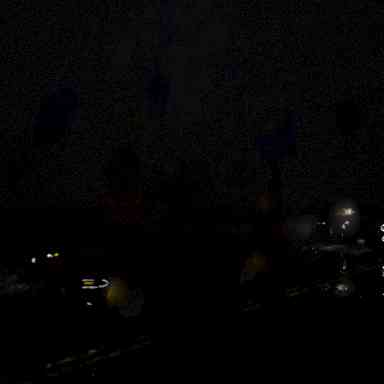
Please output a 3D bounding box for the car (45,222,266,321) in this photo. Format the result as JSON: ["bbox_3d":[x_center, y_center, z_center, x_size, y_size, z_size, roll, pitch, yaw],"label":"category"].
[{"bbox_3d":[-0.405,1.520,7.624,5.008,1.535,1.882,0,0,-39],"label":"car"}]

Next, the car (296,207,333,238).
[{"bbox_3d":[7.686,1.571,18.418,4.902,1.511,2.128,0,0,-39],"label":"car"}]

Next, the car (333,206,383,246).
[{"bbox_3d":[8.569,1.412,14.944,4.553,1.767,2.097,0,0,-40],"label":"car"}]

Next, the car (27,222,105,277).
[{"bbox_3d":[-2.608,1.623,10.011,4.181,1.385,1.994,0,0,-39],"label":"car"}]
